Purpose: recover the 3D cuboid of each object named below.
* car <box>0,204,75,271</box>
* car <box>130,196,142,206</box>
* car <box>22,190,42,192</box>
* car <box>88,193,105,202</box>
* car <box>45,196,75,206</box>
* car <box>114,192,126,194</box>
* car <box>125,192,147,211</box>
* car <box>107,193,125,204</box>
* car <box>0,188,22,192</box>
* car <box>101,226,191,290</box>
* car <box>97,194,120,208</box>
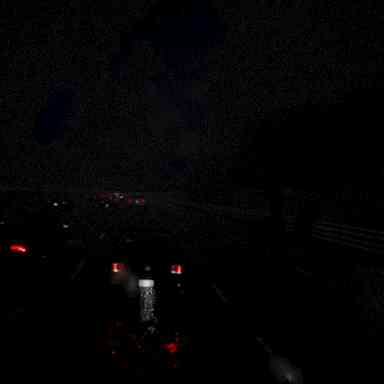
[{"bbox_3d":[-4.983,1.293,9.926,2.033,1.411,5.357,4,-1,-10],"label":"car"},{"bbox_3d":[-9.822,1.480,58.554,1.882,1.535,5.008,4,-1,-10],"label":"car"},{"bbox_3d":[-27.541,0.335,58.512,2.033,1.411,5.357,4,-1,-10],"label":"car"},{"bbox_3d":[-16.703,1.019,57.354,1.837,1.490,4.892,4,-1,-10],"label":"car"},{"bbox_3d":[-12.118,1.035,30.753,1.994,1.385,4.181,4,-1,-10],"label":"car"},{"bbox_3d":[-16.655,1.334,77.588,2.128,1.511,4.902,4,-1,-10],"label":"car"},{"bbox_3d":[-6.878,1.186,41.598,2.150,2.045,5.566,4,-1,-10],"label":"car"},{"bbox_3d":[-13.267,1.321,57.939,1.994,1.385,4.181,4,-1,-10],"label":"car"},{"bbox_3d":[-30.970,0.057,57.857,1.837,1.490,4.892,4,0,-10],"label":"car"},{"bbox_3d":[-1.297,1.594,9.068,1.895,1.301,4.718,4,-1,-10],"label":"car"},{"bbox_3d":[-10.595,1.323,42.452,1.895,1.301,4.718,4,-1,-10],"label":"car"}]
